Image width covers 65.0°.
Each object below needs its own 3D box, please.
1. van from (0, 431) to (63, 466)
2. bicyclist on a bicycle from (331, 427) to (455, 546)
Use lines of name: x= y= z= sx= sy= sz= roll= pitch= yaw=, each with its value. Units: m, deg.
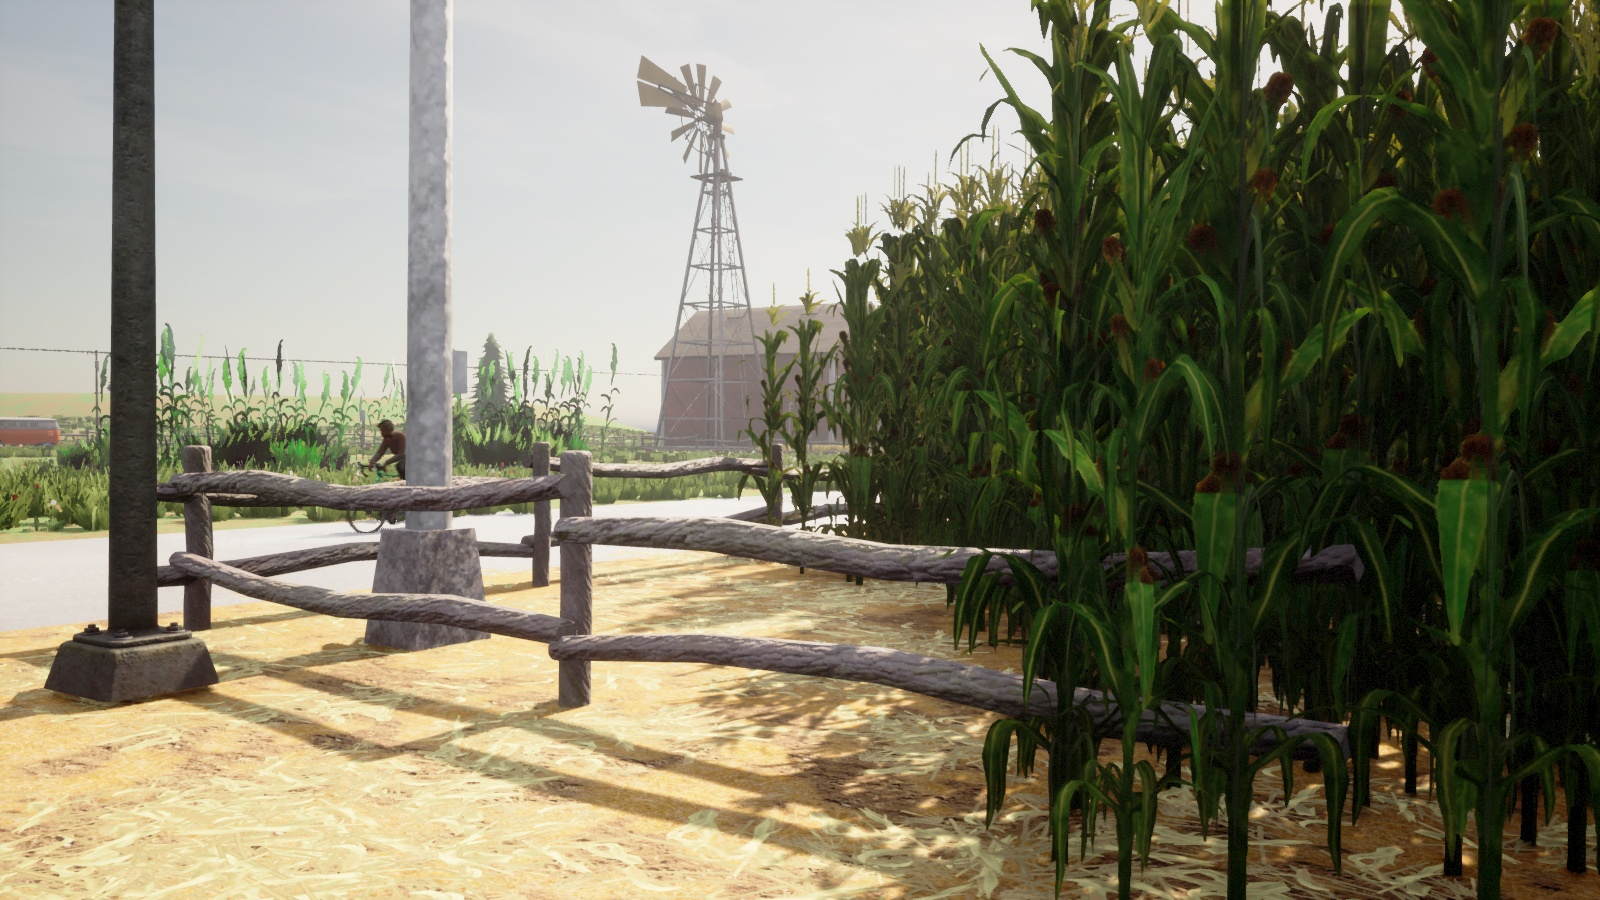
van: x=-45.492 y=-0.097 z=72.765 sx=1.775 sy=1.987 sz=4.442 roll=0 pitch=1 yaw=39
bicyclist on a bicycle: x=-5.841 y=0.490 z=18.104 sx=0.582 sy=1.620 sz=1.656 roll=0 pitch=1 yaw=33
